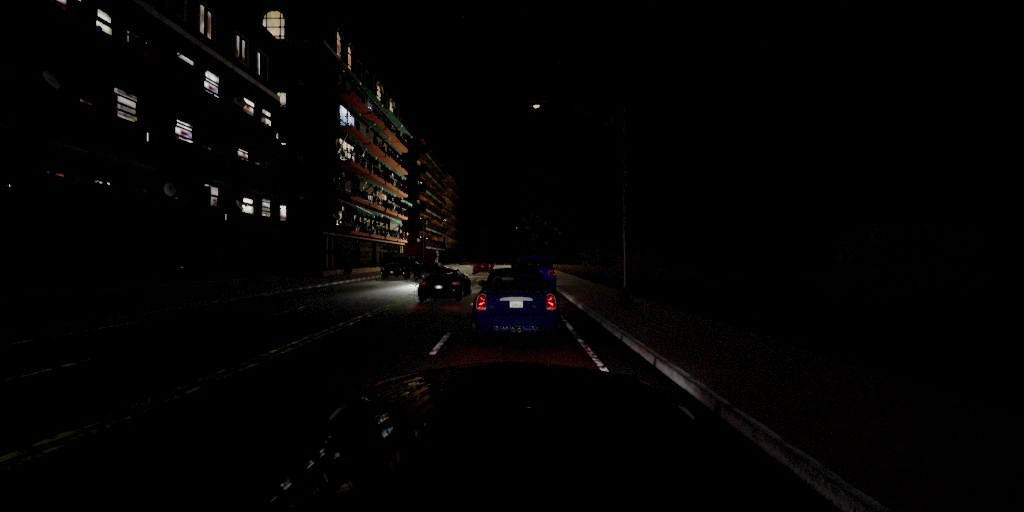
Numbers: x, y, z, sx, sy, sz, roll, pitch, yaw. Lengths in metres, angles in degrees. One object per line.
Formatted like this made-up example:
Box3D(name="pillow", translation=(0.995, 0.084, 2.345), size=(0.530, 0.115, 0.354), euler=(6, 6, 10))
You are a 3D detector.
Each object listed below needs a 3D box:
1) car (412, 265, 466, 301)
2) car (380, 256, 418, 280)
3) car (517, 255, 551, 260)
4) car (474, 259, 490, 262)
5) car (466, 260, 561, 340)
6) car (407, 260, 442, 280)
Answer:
Box3D(name="car", translation=(-3.154, 1.316, 17.422), size=(1.994, 1.385, 4.181), euler=(0, 0, 0))
Box3D(name="car", translation=(-9.858, 0.973, 32.128), size=(2.150, 2.045, 5.566), euler=(0, 0, 0))
Box3D(name="car", translation=(1.132, 0.977, 19.725), size=(2.150, 2.045, 5.566), euler=(0, 0, 0))
Box3D(name="car", translation=(-3.156, 1.104, 40.459), size=(2.097, 1.767, 4.553), euler=(0, 0, 0))
Box3D(name="car", translation=(0.095, 1.103, 10.150), size=(2.097, 1.767, 4.553), euler=(0, 0, 0))
Box3D(name="car", translation=(-6.606, 1.244, 29.191), size=(2.128, 1.511, 4.902), euler=(0, 0, 0))
